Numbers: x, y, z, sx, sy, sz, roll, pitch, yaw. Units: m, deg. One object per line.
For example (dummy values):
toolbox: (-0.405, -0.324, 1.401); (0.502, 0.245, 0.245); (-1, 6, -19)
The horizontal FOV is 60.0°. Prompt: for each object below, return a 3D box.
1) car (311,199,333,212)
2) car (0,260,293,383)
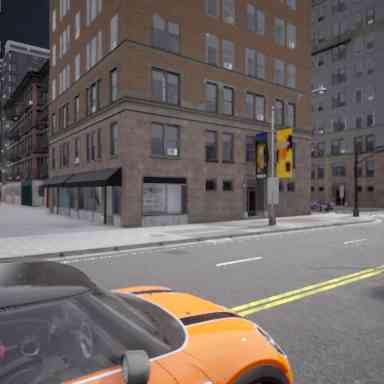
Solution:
car: (13.954, 1.549, 38.352); (1.994, 1.385, 4.181); (0, 0, -37)
car: (-1.269, 1.351, 2.502); (4.553, 1.767, 2.097); (0, 0, -37)
